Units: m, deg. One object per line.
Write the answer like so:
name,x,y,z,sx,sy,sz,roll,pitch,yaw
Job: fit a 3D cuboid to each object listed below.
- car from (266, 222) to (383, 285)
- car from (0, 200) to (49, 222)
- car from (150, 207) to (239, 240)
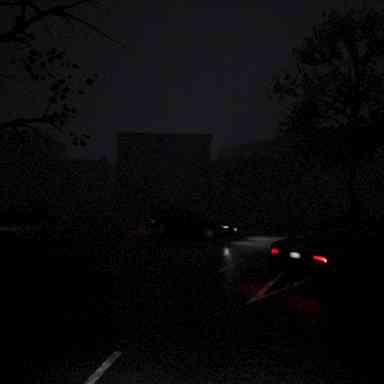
car,4.397,1.591,9.703,5.357,1.411,2.033,0,0,-41
car,-13.766,1.473,28.069,2.185,1.767,4.553,-1,0,-6
car,0.049,1.550,17.329,4.892,1.490,1.837,1,0,32
